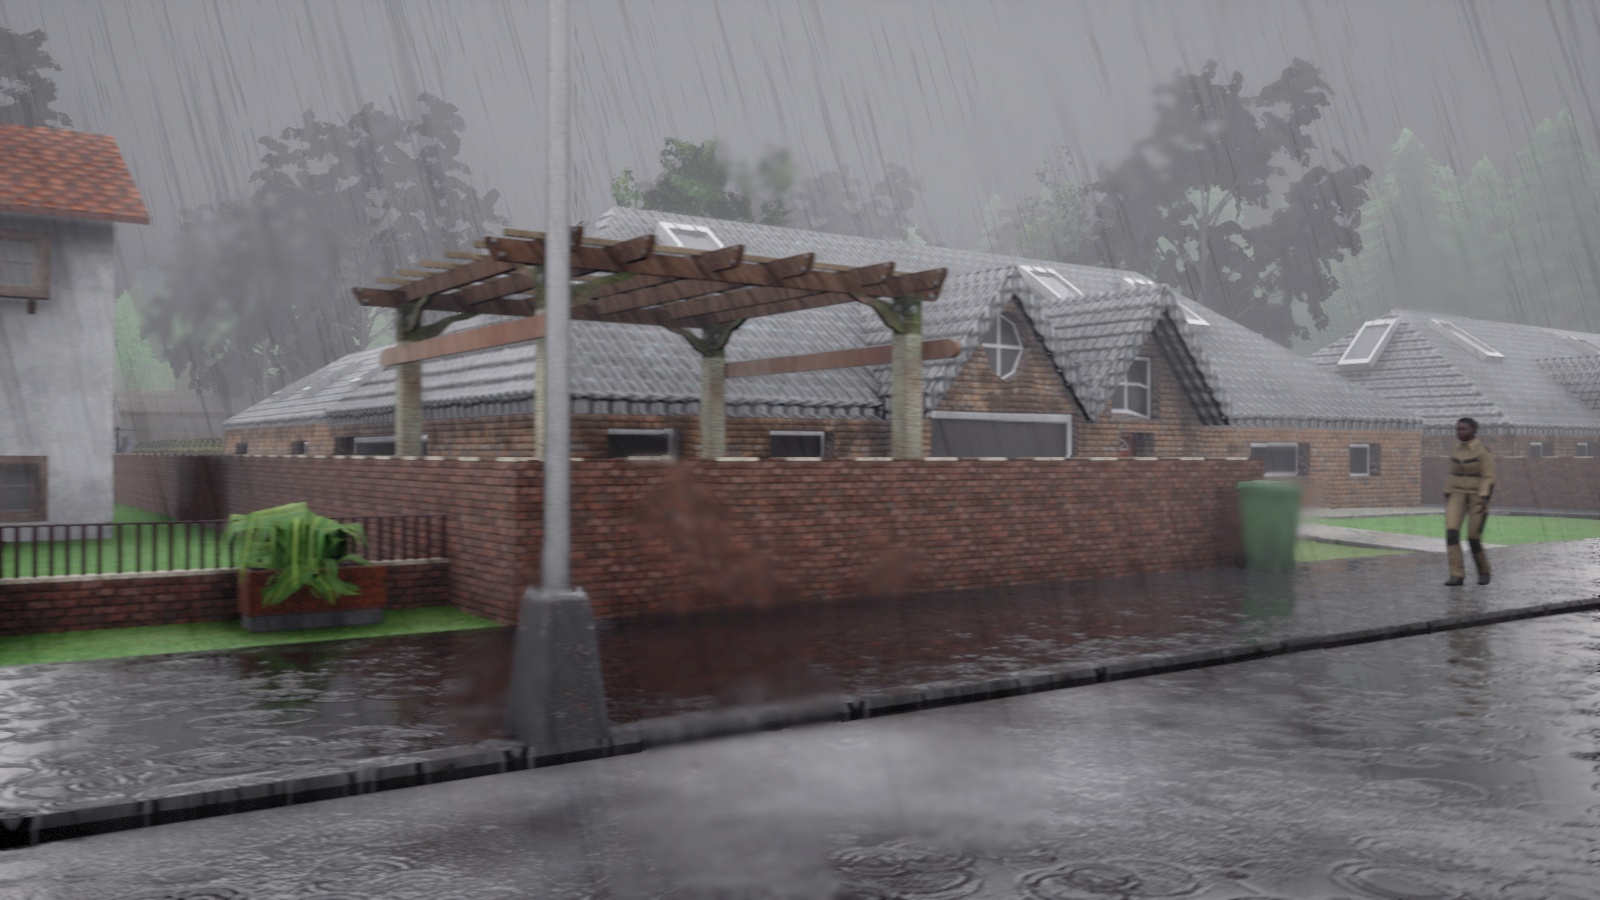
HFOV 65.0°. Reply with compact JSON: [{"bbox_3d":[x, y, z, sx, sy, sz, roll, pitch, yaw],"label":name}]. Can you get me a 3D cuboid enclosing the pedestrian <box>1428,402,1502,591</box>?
[{"bbox_3d":[6.985,0.472,13.190,0.692,1.930,0.396,0,0,-34],"label":"pedestrian"}]
